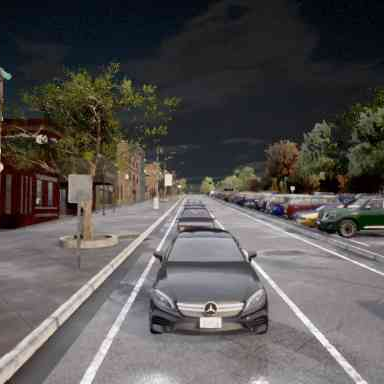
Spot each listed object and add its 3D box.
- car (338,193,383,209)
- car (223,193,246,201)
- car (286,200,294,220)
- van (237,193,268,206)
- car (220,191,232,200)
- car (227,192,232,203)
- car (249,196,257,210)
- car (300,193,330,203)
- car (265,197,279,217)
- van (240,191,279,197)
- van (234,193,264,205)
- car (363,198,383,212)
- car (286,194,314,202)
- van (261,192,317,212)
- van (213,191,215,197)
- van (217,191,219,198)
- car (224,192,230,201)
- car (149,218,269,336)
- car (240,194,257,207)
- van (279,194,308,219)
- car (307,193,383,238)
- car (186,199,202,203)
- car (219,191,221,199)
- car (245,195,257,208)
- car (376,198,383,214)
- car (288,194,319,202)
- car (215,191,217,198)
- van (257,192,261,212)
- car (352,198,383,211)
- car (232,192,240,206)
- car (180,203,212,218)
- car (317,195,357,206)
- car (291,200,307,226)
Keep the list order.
[{"bbox_3d":[22.149,1.150,43.023,5.566,2.045,2.435,0,0,0],"label":"car"},{"bbox_3d":[8.874,1.034,70.346,4.553,1.767,2.185,0,1,0],"label":"car"},{"bbox_3d":[9.244,1.505,22.684,4.674,1.452,2.002,0,0,0],"label":"car"},{"bbox_3d":[9.160,1.110,50.724,4.442,1.987,1.878,0,1,0],"label":"van"},{"bbox_3d":[8.916,0.959,64.738,5.566,2.045,2.435,0,1,0],"label":"car"},{"bbox_3d":[8.998,1.287,56.332,4.892,1.521,2.231,0,1,0],"label":"car"},{"bbox_3d":[9.172,1.467,36.702,4.792,1.488,2.163,0,0,0],"label":"car"},{"bbox_3d":[22.091,1.132,59.680,4.553,1.767,2.185,0,1,0],"label":"car"},{"bbox_3d":[9.196,1.458,28.290,5.008,1.535,2.097,0,0,0],"label":"car"},{"bbox_3d":[9.200,1.160,45.120,4.442,1.987,1.878,0,0,0],"label":"van"},{"bbox_3d":[9.141,1.085,53.527,4.442,1.987,1.878,0,1,0],"label":"van"},{"bbox_3d":[22.187,1.466,37.468,4.792,1.488,2.163,0,0,0],"label":"car"},{"bbox_3d":[22.008,1.184,68.008,4.892,1.521,2.231,0,1,0],"label":"car"},{"bbox_3d":[9.065,1.228,31.096,4.442,1.987,1.878,0,0,0],"label":"van"},{"bbox_3d":[8.650,0.758,89.966,4.442,1.987,1.878,0,1,0],"label":"van"},{"bbox_3d":[8.729,0.859,78.754,4.442,1.987,1.878,0,1,0],"label":"van"},{"bbox_3d":[8.962,1.275,61.938,4.674,1.452,2.002,0,1,0],"label":"car"},{"bbox_3d":[0.253,1.523,6.872,1.812,1.442,4.674,0,0,0],"label":"car"},{"bbox_3d":[9.109,1.406,42.313,4.892,1.521,2.231,0,0,0],"label":"car"},{"bbox_3d":[9.338,1.236,25.488,4.442,1.987,1.878,0,0,0],"label":"van"},{"bbox_3d":[9.252,1.219,17.077,5.566,2.045,2.435,0,0,0],"label":"car"},{"bbox_3d":[0.221,1.440,29.996,2.128,1.511,4.902,0,0,0],"label":"car"},{"bbox_3d":[8.897,0.934,67.542,5.566,2.045,2.435,0,1,0],"label":"car"},{"bbox_3d":[9.120,1.463,39.510,4.674,1.452,2.002,0,0,0],"label":"car"},{"bbox_3d":[22.421,1.442,34.697,5.366,1.575,1.946,0,0,0],"label":"car"},{"bbox_3d":[21.836,1.204,65.230,5.366,1.575,1.946,0,1,0],"label":"car"},{"bbox_3d":[8.821,1.059,81.559,5.008,1.535,2.097,0,1,0],"label":"car"},{"bbox_3d":[9.279,1.220,33.899,4.442,1.987,1.878,0,0,0],"label":"van"},{"bbox_3d":[22.226,1.449,40.251,4.792,1.488,2.163,0,0,0],"label":"car"},{"bbox_3d":[9.035,1.110,47.919,5.566,2.045,2.435,0,1,0],"label":"car"},{"bbox_3d":[0.194,1.531,17.451,2.033,1.411,5.357,0,0,0],"label":"car"},{"bbox_3d":[22.305,1.329,51.354,5.366,1.575,1.946,0,1,0],"label":"car"},{"bbox_3d":[9.076,1.465,19.880,5.366,1.575,1.946,0,0,0],"label":"car"}]
